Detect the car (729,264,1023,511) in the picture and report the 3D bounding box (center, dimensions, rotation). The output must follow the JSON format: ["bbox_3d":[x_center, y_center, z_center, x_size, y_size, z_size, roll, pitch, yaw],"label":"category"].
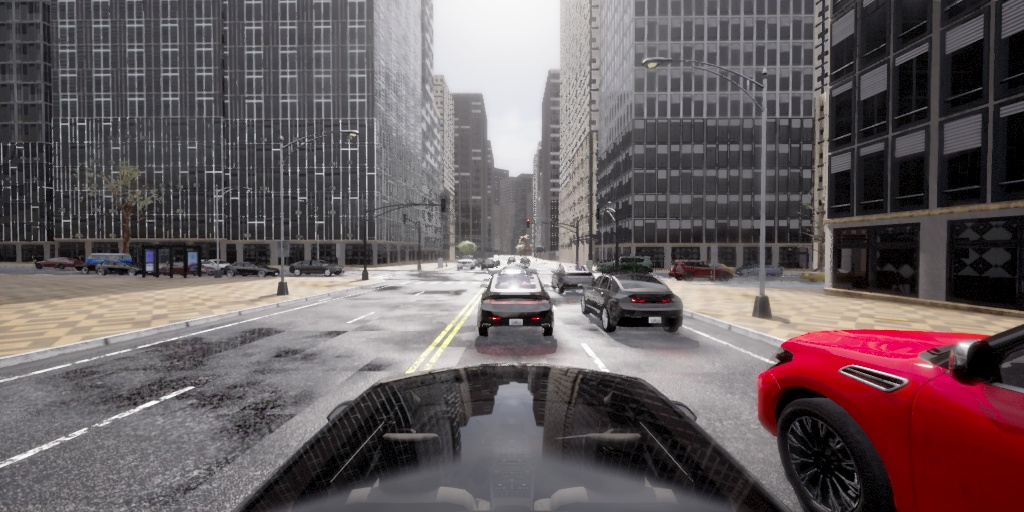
[{"bbox_3d":[3.348,0.972,0.934,2.150,2.045,5.566,0,0,0],"label":"car"}]

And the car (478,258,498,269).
[{"bbox_3d":[-3.388,1.192,52.077,1.882,1.535,5.008,0,0,0],"label":"car"}]

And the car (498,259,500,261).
[{"bbox_3d":[-3.390,1.267,61.663,1.994,1.385,4.181,0,0,0],"label":"car"}]

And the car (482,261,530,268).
[{"bbox_3d":[-0.003,1.389,32.548,4.718,1.301,1.895,0,1,-42],"label":"car"}]

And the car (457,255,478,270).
[{"bbox_3d":[-6.638,0.935,52.526,2.150,2.045,5.566,0,0,0],"label":"car"}]

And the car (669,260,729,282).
[{"bbox_3d":[16.165,1.269,30.904,5.009,1.841,2.192,0,0,1],"label":"car"}]

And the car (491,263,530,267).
[{"bbox_3d":[0.083,1.288,20.038,2.033,1.411,5.357,0,0,0],"label":"car"}]

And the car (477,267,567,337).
[{"bbox_3d":[0.091,1.238,10.303,2.128,1.511,4.902,0,0,0],"label":"car"}]

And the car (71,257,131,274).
[{"bbox_3d":[-38.615,1.020,34.416,4.718,1.301,1.895,1,1,1],"label":"car"}]

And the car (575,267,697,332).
[{"bbox_3d":[3.340,1.251,10.798,1.837,1.490,4.892,0,0,0],"label":"car"}]

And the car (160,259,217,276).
[{"bbox_3d":[-28.445,1.138,31.522,4.207,1.307,1.802,0,0,1],"label":"car"}]

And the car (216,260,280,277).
[{"bbox_3d":[-22.760,1.173,31.394,4.313,1.339,1.948,0,0,1],"label":"car"}]

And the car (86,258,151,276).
[{"bbox_3d":[-34.125,1.069,31.690,4.313,1.339,1.948,0,0,1],"label":"car"}]

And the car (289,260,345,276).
[{"bbox_3d":[-18.439,1.108,34.000,4.892,1.490,1.837,1,1,2],"label":"car"}]

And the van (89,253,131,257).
[{"bbox_3d":[-45.325,0.604,40.339,3.998,1.789,1.690,0,0,1],"label":"van"}]

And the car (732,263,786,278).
[{"bbox_3d":[25.087,1.501,36.537,4.181,1.385,1.994,0,1,1],"label":"car"}]

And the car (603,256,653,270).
[{"bbox_3d":[11.500,1.041,36.746,5.566,2.045,2.150,0,1,1],"label":"car"}]

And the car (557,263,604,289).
[{"bbox_3d":[3.333,1.232,20.046,2.128,1.511,4.902,0,0,0],"label":"car"}]
